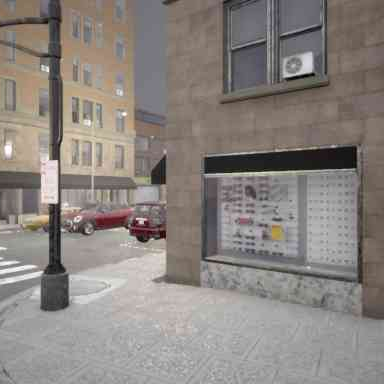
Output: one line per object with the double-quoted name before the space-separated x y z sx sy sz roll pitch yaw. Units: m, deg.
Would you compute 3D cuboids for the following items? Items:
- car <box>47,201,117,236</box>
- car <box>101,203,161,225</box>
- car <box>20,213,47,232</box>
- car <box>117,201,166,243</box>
"car" -5.317 1.344 18.744 2.097 1.767 4.553 0 0 35
"car" -4.425 1.548 24.850 1.947 1.339 4.313 0 0 35
"car" -7.754 1.519 20.070 1.752 1.417 4.829 0 0 35
"car" -0.676 1.305 15.314 2.192 1.841 5.009 0 0 35
